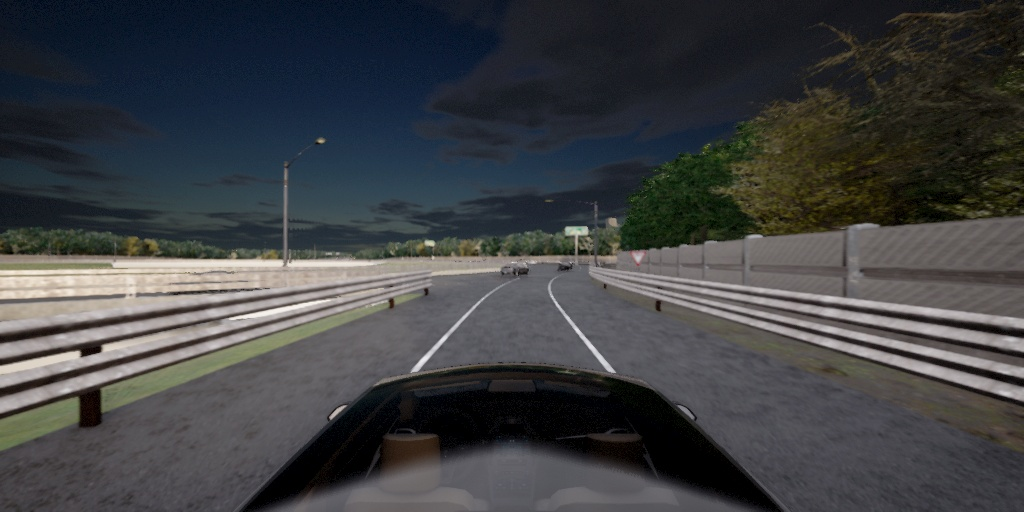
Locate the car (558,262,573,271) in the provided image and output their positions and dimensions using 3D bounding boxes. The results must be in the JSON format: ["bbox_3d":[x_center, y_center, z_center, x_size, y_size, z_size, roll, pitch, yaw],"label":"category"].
[{"bbox_3d":[9.042,1.750,60.588,1.882,1.535,5.008,0,0,18],"label":"car"}]

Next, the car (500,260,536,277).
[{"bbox_3d":[0.453,1.570,40.364,2.128,1.511,4.902,0,0,29],"label":"car"}]

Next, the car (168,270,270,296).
[{"bbox_3d":[-15.231,1.429,18.859,1.994,1.385,4.181,0,-1,42],"label":"car"}]
